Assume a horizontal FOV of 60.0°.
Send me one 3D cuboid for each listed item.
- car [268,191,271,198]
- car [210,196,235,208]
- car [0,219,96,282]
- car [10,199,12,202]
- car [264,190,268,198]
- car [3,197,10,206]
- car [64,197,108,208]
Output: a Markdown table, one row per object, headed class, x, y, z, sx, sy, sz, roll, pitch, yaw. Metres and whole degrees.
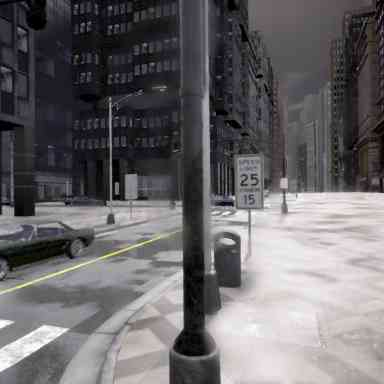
| class | x | y | z | sx | sy | sz | roll | pitch | yaw |
| --- | --- | --- | --- | --- | --- | --- | --- | --- | --- |
| car | 14.603 | 0.410 | 66.634 | 2.128 | 1.511 | 4.902 | -1 | 1 | 19 |
| car | 3.053 | 1.051 | 35.357 | 4.718 | 1.301 | 1.895 | -1 | 0 | -9 |
| car | -4.920 | 1.506 | 9.554 | 1.895 | 1.301 | 4.718 | -1 | 1 | 19 |
| car | -27.450 | 1.326 | 46.803 | 4.181 | 1.385 | 1.994 | 0 | 0 | 19 |
| car | 11.228 | 0.631 | 56.940 | 1.994 | 1.385 | 4.181 | -1 | 1 | 19 |
| car | -26.722 | 1.228 | 43.194 | 4.902 | 1.511 | 2.128 | -1 | 0 | 19 |
| car | -12.172 | 1.199 | 38.197 | 4.718 | 1.301 | 1.895 | -1 | 0 | 19 |
